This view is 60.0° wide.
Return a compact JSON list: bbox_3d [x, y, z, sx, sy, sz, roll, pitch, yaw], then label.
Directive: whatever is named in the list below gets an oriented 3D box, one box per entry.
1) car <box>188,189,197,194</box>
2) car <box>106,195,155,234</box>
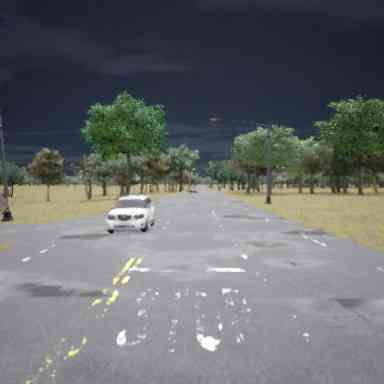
[{"bbox_3d":[0.028,-0.159,92.773,1.895,1.301,4.718,0,1,9],"label":"car"},{"bbox_3d":[-3.513,1.263,20.008,2.150,2.045,5.566,-1,1,0],"label":"car"}]
